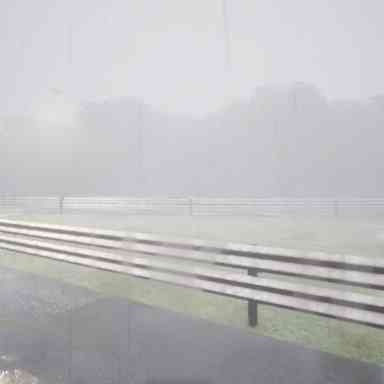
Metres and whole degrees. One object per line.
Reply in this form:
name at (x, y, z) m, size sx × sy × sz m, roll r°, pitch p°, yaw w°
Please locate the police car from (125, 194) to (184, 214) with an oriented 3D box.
police car at (-3.203, 1.011, 29.046) m, size 5.238 × 1.638 × 1.930 m, roll 0°, pitch 0°, yaw 10°
